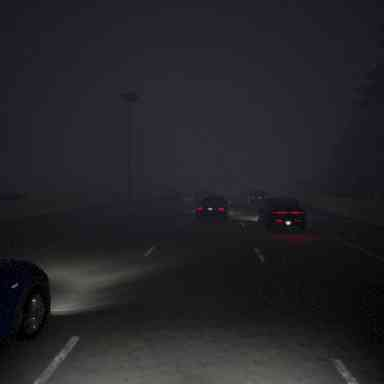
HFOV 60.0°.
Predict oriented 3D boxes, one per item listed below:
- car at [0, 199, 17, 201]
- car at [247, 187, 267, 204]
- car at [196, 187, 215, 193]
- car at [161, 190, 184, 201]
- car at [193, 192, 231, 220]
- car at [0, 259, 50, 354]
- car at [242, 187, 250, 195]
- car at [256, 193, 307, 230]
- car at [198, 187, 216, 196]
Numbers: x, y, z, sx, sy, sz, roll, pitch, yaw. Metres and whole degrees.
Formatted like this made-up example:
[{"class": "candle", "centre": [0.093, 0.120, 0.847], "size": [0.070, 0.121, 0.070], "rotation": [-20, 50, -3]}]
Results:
[{"class": "car", "centre": [-15.558, 0.693, 27.017], "size": [2.128, 1.511, 4.902], "rotation": [0, 2, 8]}, {"class": "car", "centre": [7.264, 0.536, 35.378], "size": [2.033, 1.411, 5.357], "rotation": [0, 2, 13]}, {"class": "car", "centre": [1.530, 0.402, 41.682], "size": [1.895, 1.301, 4.718], "rotation": [0, 2, 14]}, {"class": "car", "centre": [-2.286, 0.388, 40.701], "size": [1.994, 1.385, 4.181], "rotation": [0, 2, 13]}, {"class": "car", "centre": [1.401, 0.939, 21.128], "size": [2.033, 1.411, 5.357], "rotation": [0, 2, 8]}, {"class": "car", "centre": [-3.282, 1.247, 3.337], "size": [2.097, 1.767, 4.553], "rotation": [0, 2, 1]}, {"class": "car", "centre": [9.936, -0.150, 58.656], "size": [1.812, 1.442, 4.674], "rotation": [0, 1, 19]}, {"class": "car", "centre": [4.562, 1.014, 17.173], "size": [1.837, 1.490, 4.892], "rotation": [0, 2, 6]}, {"class": "car", "centre": [2.703, -0.128, 58.905], "size": [1.994, 1.385, 4.181], "rotation": [1, 2, 19]}]
